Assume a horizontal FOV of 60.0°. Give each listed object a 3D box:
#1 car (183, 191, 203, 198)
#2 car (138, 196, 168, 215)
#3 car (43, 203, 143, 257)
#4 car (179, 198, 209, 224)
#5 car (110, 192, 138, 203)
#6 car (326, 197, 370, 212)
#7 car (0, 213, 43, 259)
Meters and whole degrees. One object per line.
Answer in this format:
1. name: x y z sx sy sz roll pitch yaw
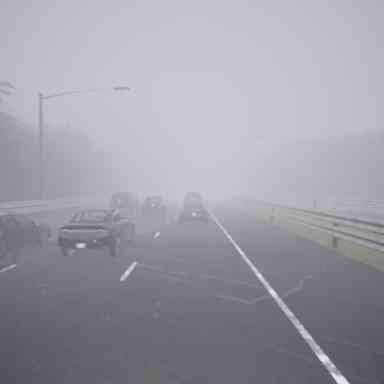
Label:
1. car: 0.141 0.942 40.026 2.150 2.045 5.566 0 1 0
2. car: -3.374 1.135 30.743 2.097 1.767 4.553 0 0 0
3. car: -3.387 1.399 12.563 2.128 1.511 4.902 0 0 0
4. car: 0.123 1.397 23.382 1.994 1.385 4.181 0 0 0
5. car: -6.871 0.983 34.206 2.150 2.045 5.566 0 1 0
6. car: 16.824 1.322 36.261 1.801 1.575 5.366 0 1 -17
7. car: -6.892 1.442 11.809 2.033 1.411 5.357 0 0 0
